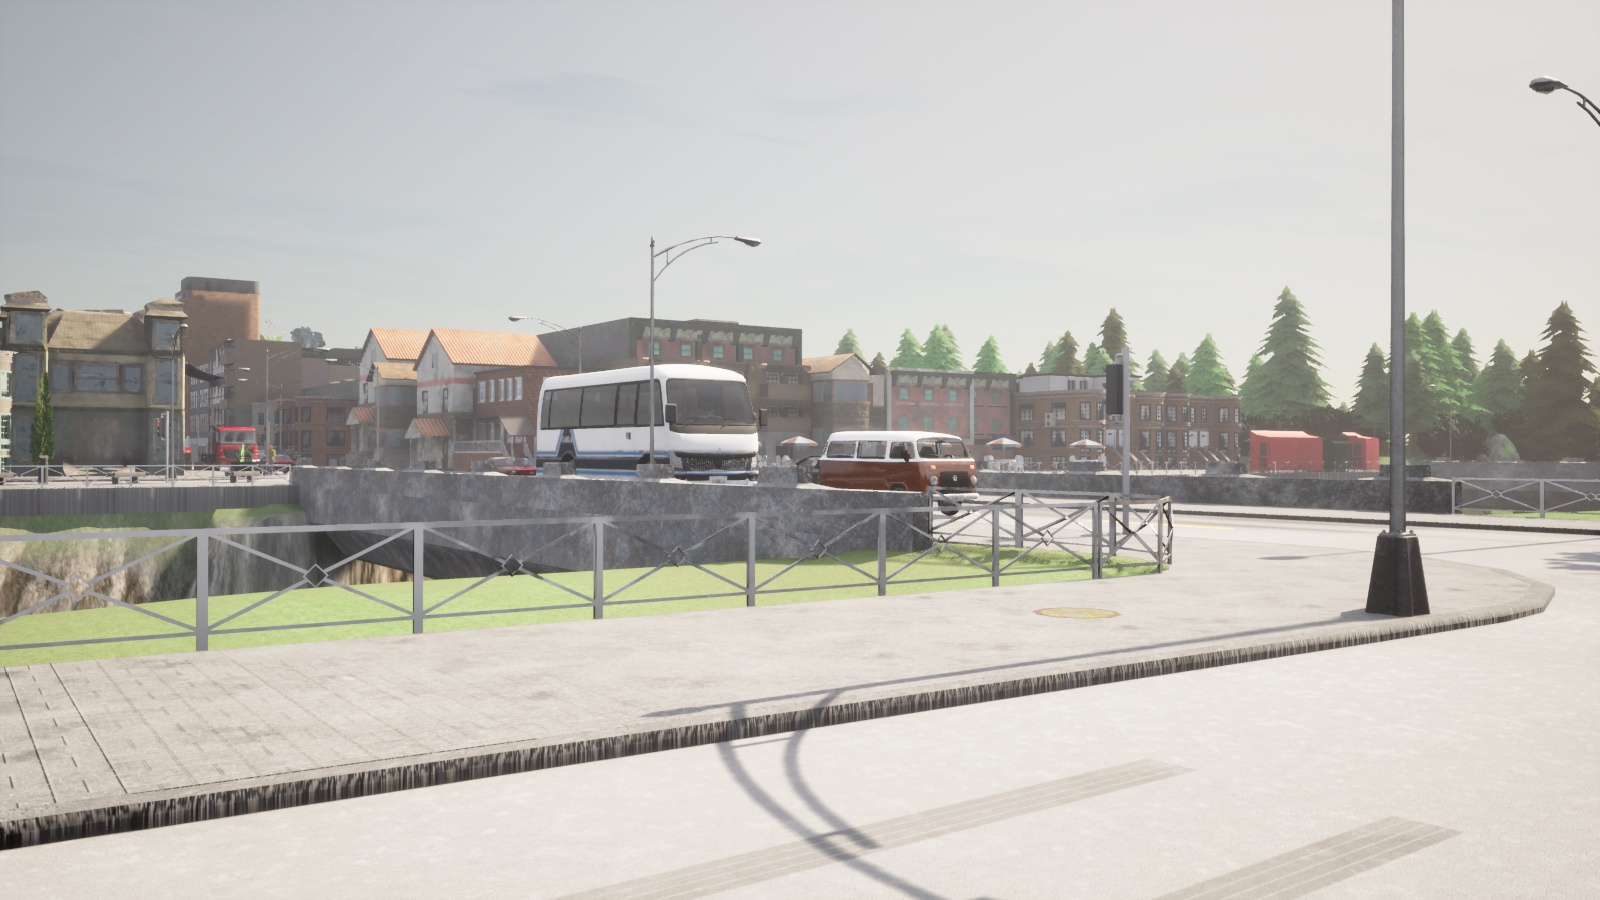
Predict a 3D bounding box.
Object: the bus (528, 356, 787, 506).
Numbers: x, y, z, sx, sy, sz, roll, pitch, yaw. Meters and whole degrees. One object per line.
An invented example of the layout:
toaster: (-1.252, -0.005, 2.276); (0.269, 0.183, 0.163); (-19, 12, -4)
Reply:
bus: (-4.950, -0.521, 40.842); (3.944, 4.253, 10.273); (0, 0, -35)

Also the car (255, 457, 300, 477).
car: (-34.913, 1.124, 83.837); (1.895, 1.301, 4.718); (0, 0, -34)

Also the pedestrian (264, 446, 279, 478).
pedestrian: (-30.345, 0.691, 72.072); (0.354, 1.836, 0.706); (0, 0, 40)

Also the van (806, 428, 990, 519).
van: (2.286, 0.538, 30.458); (2.069, 2.038, 4.480); (0, 0, -35)

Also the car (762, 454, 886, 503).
car: (0.706, 0.854, 39.719); (1.816, 1.474, 4.193); (0, 0, -35)

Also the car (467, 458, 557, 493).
car: (-11.611, 0.993, 50.408); (1.895, 1.301, 4.718); (0, 0, -35)
